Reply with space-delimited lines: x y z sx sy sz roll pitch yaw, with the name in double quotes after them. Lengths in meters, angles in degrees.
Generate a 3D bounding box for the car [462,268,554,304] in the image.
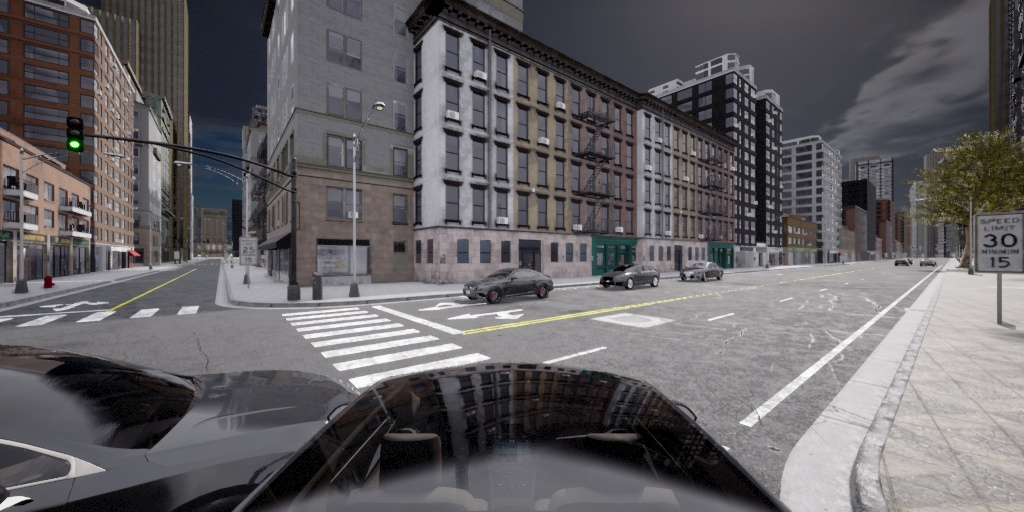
-0.065 1.286 16.731 4.674 1.442 1.812 0 0 -39 "car"

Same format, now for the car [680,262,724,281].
15.615 1.236 29.452 4.902 1.511 2.128 0 0 -39 "car"

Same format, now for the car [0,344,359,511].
-3.224 1.257 1.754 4.892 1.490 1.837 0 0 -35 "car"

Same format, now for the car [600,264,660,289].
7.616 1.258 22.968 4.892 1.490 1.837 0 0 -39 "car"
